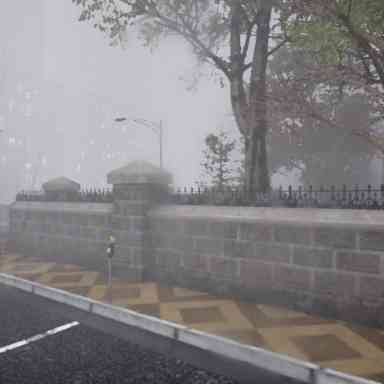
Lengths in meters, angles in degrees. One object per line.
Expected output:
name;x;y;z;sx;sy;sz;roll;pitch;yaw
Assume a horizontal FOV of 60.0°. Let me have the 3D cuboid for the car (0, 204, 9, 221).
car;-16.379;1.747;27.409;1.837;1.490;4.892;0;-1;35
